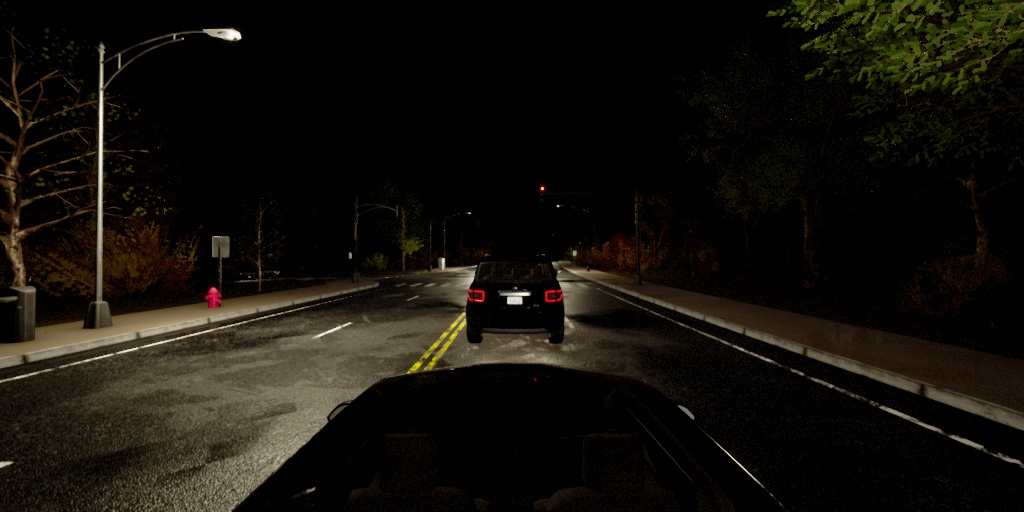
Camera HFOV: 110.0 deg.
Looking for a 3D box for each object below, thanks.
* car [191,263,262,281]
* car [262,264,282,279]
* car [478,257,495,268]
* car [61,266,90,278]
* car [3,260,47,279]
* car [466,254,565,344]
[{"bbox_3d":[-25.817,1.495,32.124,5.357,1.411,2.033,-1,-1,10],"label":"car"},{"bbox_3d":[-25.231,1.466,35.323,4.902,1.511,2.128,-1,-1,10],"label":"car"},{"bbox_3d":[-4.120,1.032,59.394,2.097,1.767,4.553,0,0,5],"label":"car"},{"bbox_3d":[-49.291,1.710,39.500,4.902,1.511,2.128,-1,-1,10],"label":"car"},{"bbox_3d":[-51.013,1.425,36.513,5.566,2.045,2.150,-1,-1,10],"label":"car"},{"bbox_3d":[0.109,0.972,9.741,2.150,2.045,5.566,0,0,1],"label":"car"}]
